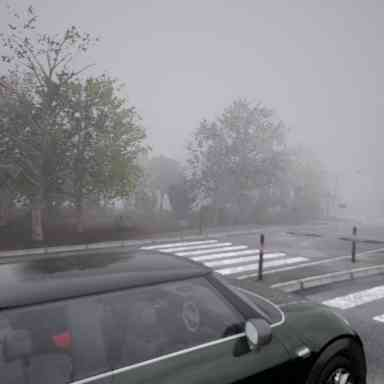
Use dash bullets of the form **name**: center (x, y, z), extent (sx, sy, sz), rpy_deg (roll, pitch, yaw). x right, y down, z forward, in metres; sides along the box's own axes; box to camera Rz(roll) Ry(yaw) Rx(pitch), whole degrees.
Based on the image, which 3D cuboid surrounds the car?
- **car**: center (-0.406, 1.357, 3.074), extent (4.553, 1.767, 2.097), rpy_deg (0, 0, -34)
